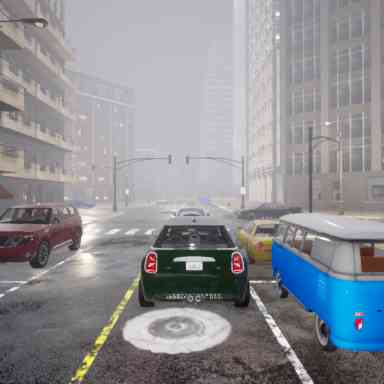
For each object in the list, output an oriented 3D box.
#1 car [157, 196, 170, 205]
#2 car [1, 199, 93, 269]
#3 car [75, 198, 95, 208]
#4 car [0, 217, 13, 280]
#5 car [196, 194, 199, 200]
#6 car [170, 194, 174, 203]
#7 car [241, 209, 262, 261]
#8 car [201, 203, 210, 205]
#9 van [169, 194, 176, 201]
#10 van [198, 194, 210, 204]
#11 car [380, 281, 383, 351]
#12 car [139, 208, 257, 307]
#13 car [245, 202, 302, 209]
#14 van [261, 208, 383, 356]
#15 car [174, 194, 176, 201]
[{"bbox_3d":[-5.413,1.613,60.247,1.752,1.417,4.829,0,0,0],"label":"car"},{"bbox_3d":[-5.328,1.321,11.417,2.192,1.841,5.009,0,0,0],"label":"car"},{"bbox_3d":[-16.251,1.662,48.116,5.008,1.535,1.882,0,0,27],"label":"car"},{"bbox_3d":[-5.319,1.442,5.880,1.967,1.590,4.097,0,0,0],"label":"car"},{"bbox_3d":[2.429,1.704,82.640,1.887,1.381,4.507,0,0,0],"label":"car"},{"bbox_3d":[-5.432,1.561,71.523,1.967,1.590,4.097,0,0,0],"label":"car"},{"bbox_3d":[2.550,1.531,11.606,1.752,1.417,4.829,0,0,0],"label":"car"},{"bbox_3d":[-0.029,1.536,17.164,1.812,1.442,4.674,0,0,0],"label":"car"},{"bbox_3d":[-5.469,1.542,93.731,1.690,1.788,3.998,0,0,0],"label":"van"},{"bbox_3d":[2.468,1.429,60.431,1.690,1.788,3.998,0,0,0],"label":"van"},{"bbox_3d":[2.569,1.526,0.536,1.752,1.417,4.829,0,0,0],"label":"car"},{"bbox_3d":[0.050,1.355,8.120,2.097,1.767,4.553,0,0,0],"label":"car"},{"bbox_3d":[5.926,1.491,25.842,5.357,1.411,2.033,-1,0,-7],"label":"car"},{"bbox_3d":[2.562,1.343,5.900,1.690,1.788,3.998,0,0,0],"label":"van"},{"bbox_3d":[-5.442,1.705,77.075,1.947,1.339,4.313,0,0,0],"label":"car"}]
